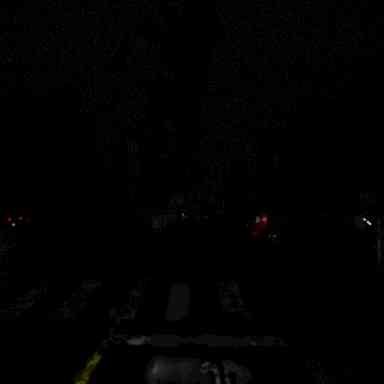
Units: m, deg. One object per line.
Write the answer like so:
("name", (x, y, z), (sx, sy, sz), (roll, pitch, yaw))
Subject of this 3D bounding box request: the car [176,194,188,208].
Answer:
("car", (-1.903, 1.438, 45.155), (1.882, 1.535, 5.008), (0, 0, 1))

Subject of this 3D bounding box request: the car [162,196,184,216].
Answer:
("car", (-2.331, 1.451, 33.127), (1.882, 1.535, 5.008), (0, 0, 5))

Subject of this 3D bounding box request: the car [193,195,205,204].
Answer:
("car", (1.233, 1.299, 60.354), (2.097, 1.767, 4.553), (0, 0, 1))

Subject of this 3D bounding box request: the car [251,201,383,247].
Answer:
("car", (4.749, 1.167, 13.393), (4.553, 1.767, 2.097), (-1, -1, 0))

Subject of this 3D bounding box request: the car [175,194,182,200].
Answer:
("car", (-3.963, 1.456, 95.081), (1.752, 1.417, 4.829), (1, 0, 0))

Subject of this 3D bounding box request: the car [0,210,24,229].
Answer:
("car", (-12.992, 1.688, 20.161), (4.718, 1.301, 1.895), (0, -1, 0))

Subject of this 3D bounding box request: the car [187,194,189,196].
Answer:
("car", (-1.656, 1.493, 59.443), (2.033, 1.411, 5.357), (0, 0, 1))

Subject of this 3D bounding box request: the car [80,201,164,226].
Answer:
("car", (-4.950, 1.572, 23.338), (5.357, 1.411, 2.033), (-2, 0, 0))
